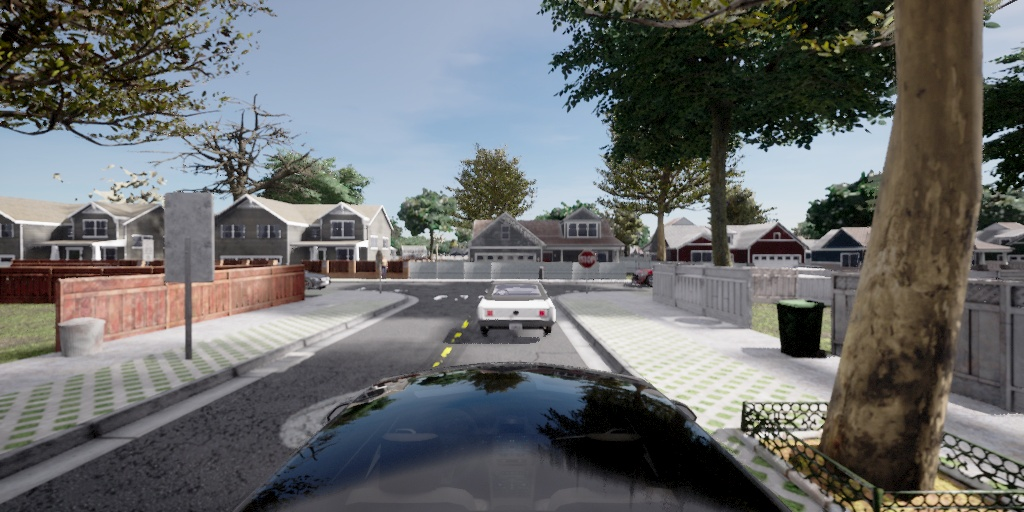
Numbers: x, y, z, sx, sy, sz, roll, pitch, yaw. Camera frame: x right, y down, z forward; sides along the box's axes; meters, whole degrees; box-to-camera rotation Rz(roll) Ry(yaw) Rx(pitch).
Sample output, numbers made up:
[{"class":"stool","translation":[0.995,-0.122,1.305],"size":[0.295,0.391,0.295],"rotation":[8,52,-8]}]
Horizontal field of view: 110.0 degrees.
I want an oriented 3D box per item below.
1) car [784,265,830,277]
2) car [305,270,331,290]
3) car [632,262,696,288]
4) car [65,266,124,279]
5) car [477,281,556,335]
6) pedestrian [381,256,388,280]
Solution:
[{"class":"car","translation":[19.796,1.373,24.747],"size":[4.902,1.511,2.128],"rotation":[0,0,-1]},{"class":"car","translation":[-13.334,1.295,21.410],"size":[4.674,1.442,1.812],"rotation":[0,0,2]},{"class":"car","translation":[10.667,1.199,24.656],"size":[4.553,1.767,2.097],"rotation":[0,0,-1]},{"class":"car","translation":[-23.784,1.291,21.352],"size":[4.181,1.385,1.994],"rotation":[0,0,-1]},{"class":"car","translation":[0.135,1.375,10.636],"size":[1.895,1.301,4.718],"rotation":[0,0,1]},{"class":"pedestrian","translation":[-9.772,0.882,27.355],"size":[0.375,1.860,0.375],"rotation":[0,0,-1]}]
